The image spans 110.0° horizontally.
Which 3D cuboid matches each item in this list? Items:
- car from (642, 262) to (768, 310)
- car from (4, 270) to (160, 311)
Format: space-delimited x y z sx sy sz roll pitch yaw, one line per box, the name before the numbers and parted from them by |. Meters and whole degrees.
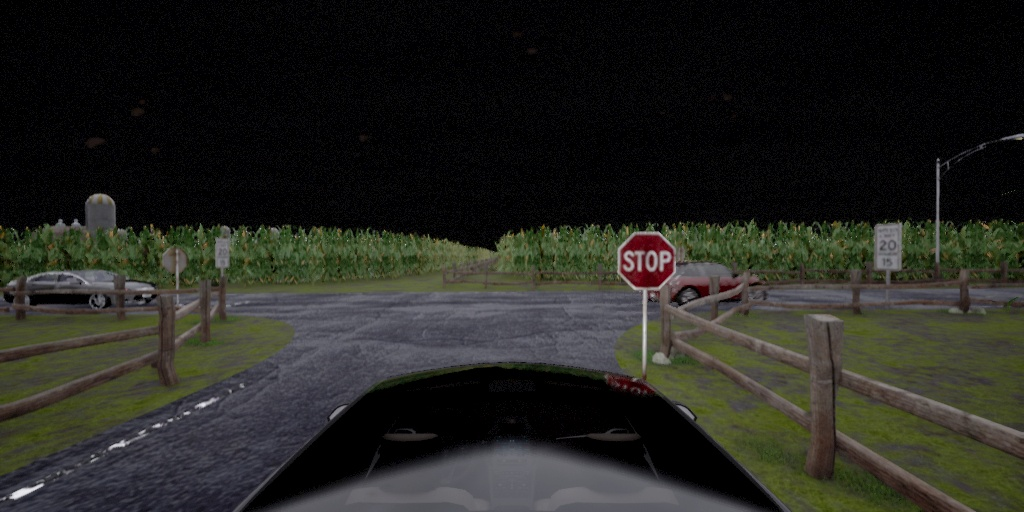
car | 7.507 1.006 13.992 4.553 1.767 2.097 -1 1 -15
car | -17.169 1.326 14.465 4.902 1.511 2.128 0 1 0
